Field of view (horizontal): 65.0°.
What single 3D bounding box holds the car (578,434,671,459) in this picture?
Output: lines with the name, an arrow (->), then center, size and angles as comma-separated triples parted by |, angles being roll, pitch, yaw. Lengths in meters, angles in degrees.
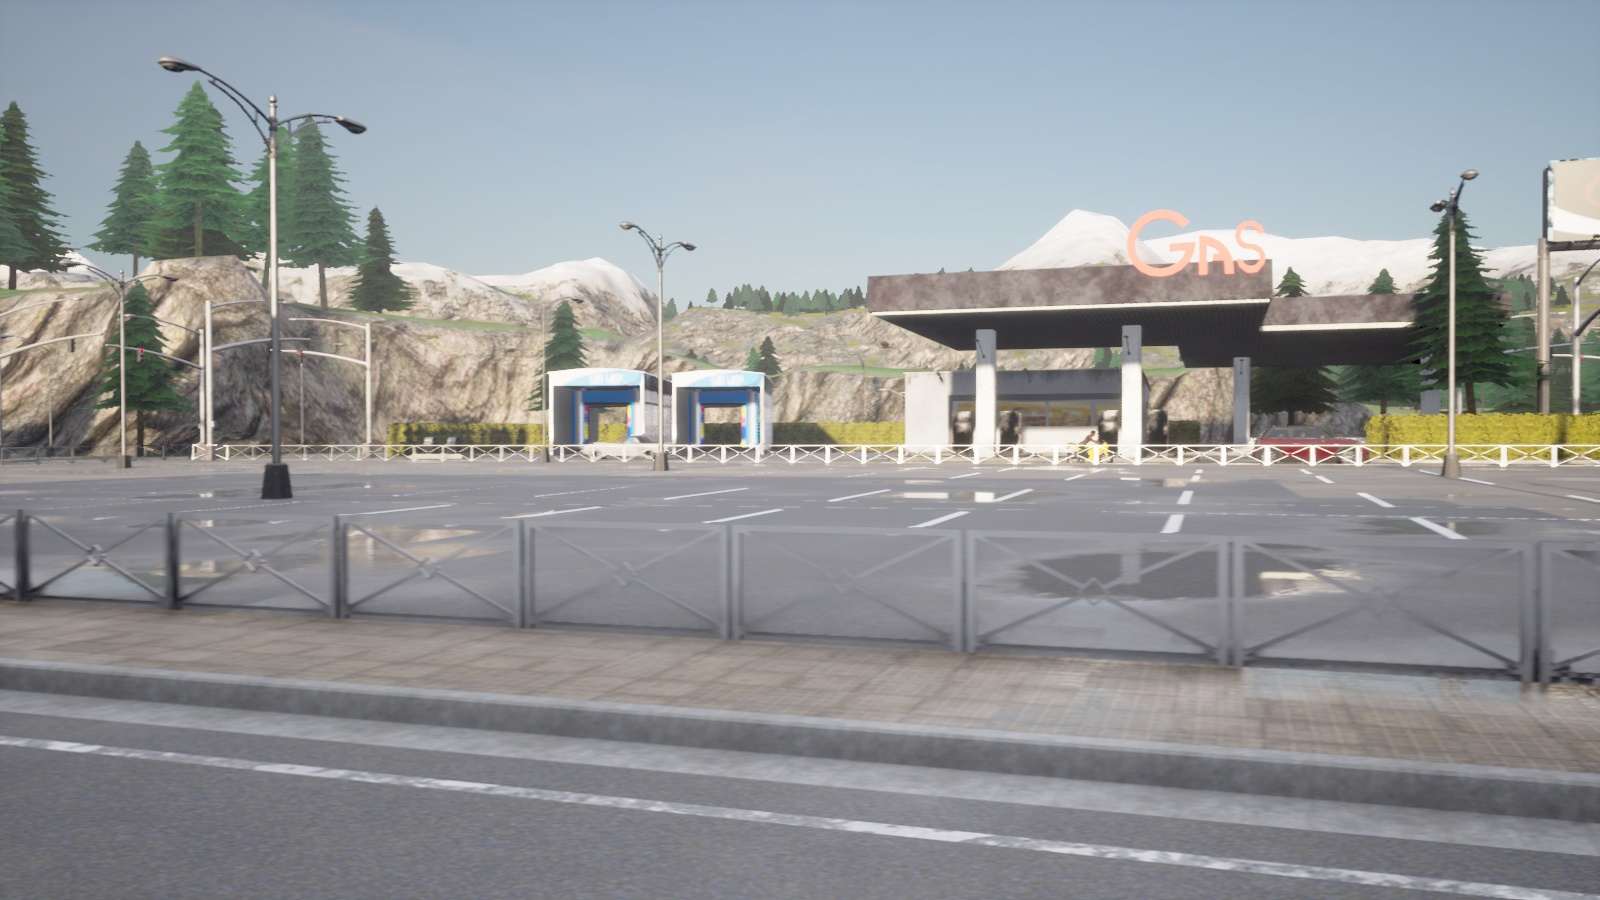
car -> -9.453, -0.181, 67.897 | 4.718, 1.301, 1.895 | 0, 1, 4

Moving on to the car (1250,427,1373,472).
car -> 20.978, -0.049, 51.708 | 4.553, 1.767, 2.097 | 1, 1, 19

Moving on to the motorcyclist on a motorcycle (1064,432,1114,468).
motorcyclist on a motorcycle -> 12.575, -0.003, 54.590 | 2.044, 1.523, 0.797 | 1, 1, 19
